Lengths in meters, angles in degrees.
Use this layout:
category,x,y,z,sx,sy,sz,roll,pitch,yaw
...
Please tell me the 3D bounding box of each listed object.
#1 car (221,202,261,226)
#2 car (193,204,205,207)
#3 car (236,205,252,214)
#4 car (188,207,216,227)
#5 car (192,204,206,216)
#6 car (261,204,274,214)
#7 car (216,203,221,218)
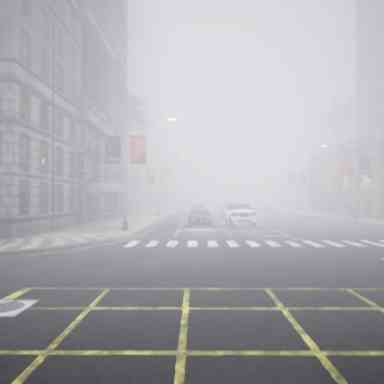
category,x,y,z,sx,sy,sz,roll,pitch,yaw
car,4.204,1.886,29.546,2.150,2.045,5.566,0,-1,-1
car,0.831,2.236,38.707,2.097,1.767,4.553,0,-1,1
car,8.199,2.778,52.653,1.895,1.301,4.718,0,-1,1
car,0.700,2.215,28.434,1.994,1.385,4.181,0,-1,0
car,1.055,2.599,49.122,1.882,1.535,5.008,0,-1,2
car,11.698,2.689,52.558,1.812,1.442,4.674,0,-1,1
car,4.351,2.385,39.597,2.128,1.511,4.902,0,-1,1
